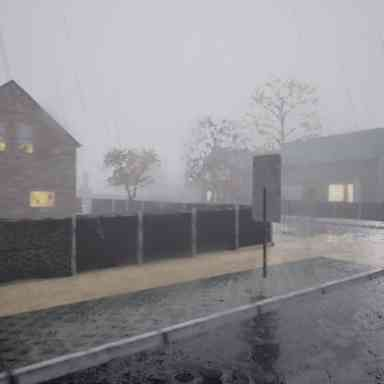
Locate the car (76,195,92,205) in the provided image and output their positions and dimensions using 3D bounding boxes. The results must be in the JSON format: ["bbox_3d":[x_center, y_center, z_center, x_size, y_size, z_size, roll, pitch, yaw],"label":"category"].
[{"bbox_3d":[-16.161,1.235,48.306,2.128,1.511,4.902,1,0,-37],"label":"car"}]

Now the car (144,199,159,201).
[{"bbox_3d":[-3.771,1.396,31.846,1.994,1.385,4.181,1,0,-37],"label":"car"}]
